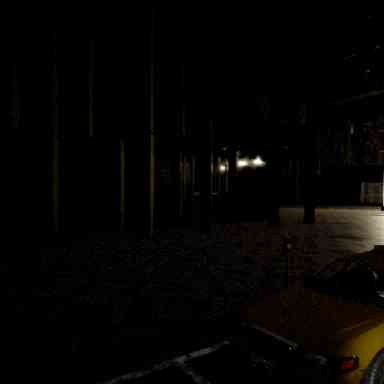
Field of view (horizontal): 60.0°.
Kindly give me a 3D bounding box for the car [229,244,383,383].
[{"bbox_3d":[2.719,1.502,4.844,4.829,1.417,1.752,0,0,-34],"label":"car"}]
